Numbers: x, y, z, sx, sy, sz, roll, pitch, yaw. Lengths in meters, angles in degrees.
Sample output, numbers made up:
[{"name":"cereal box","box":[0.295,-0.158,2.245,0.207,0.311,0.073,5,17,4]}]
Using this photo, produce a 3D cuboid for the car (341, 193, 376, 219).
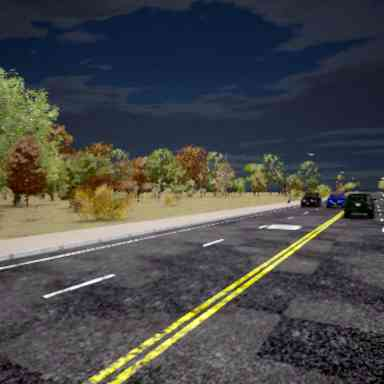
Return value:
[{"name":"car","box":[14.504,1.112,28.753,2.150,2.045,5.566,0,0,29]}]

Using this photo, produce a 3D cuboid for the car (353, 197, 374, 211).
[{"name":"car","box":[20.673,1.396,39.971,2.033,1.411,5.357,0,0,29]}]

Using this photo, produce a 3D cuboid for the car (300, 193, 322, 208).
[{"name":"car","box":[16.538,1.123,45.995,2.150,2.045,5.566,0,0,29]}]

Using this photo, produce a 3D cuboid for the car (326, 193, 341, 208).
[{"name":"car","box":[19.387,1.144,44.431,2.150,2.045,5.566,0,0,29]}]
